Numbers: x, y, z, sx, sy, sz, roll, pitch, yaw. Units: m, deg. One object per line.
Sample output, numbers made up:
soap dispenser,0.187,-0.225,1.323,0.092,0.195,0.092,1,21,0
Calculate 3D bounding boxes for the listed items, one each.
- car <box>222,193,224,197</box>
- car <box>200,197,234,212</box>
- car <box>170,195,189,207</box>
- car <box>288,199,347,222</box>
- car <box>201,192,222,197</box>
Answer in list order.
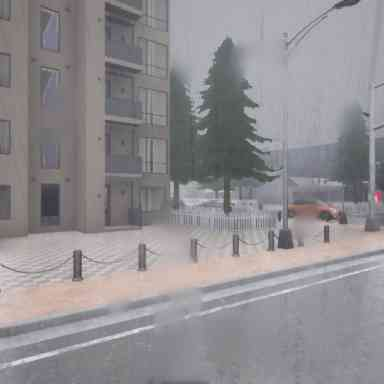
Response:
car,7.498,1.091,94.724,1.905,1.878,3.866,0,0,-37
car,2.623,1.579,36.550,1.994,1.385,4.181,0,0,-36
car,-3.246,1.562,50.381,2.033,1.411,5.357,0,0,-37
car,10.012,1.366,26.767,2.097,1.767,4.553,0,0,-37
car,5.411,1.111,92.661,1.932,1.855,4.605,0,0,-37
